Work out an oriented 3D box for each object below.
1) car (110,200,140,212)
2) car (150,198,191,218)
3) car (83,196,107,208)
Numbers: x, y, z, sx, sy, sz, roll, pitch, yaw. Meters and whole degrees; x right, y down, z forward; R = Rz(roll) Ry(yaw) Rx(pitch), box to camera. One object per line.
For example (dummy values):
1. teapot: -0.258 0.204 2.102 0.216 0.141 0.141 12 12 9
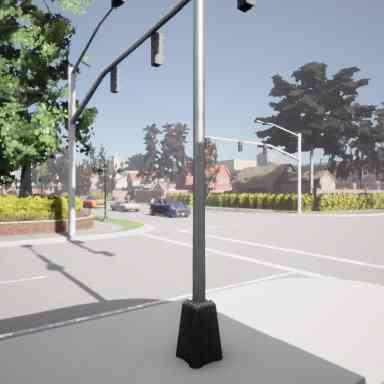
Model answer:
1. car: -7.822 1.601 38.726 1.895 1.301 4.718 0 0 -36
2. car: -2.078 1.352 30.790 2.097 1.767 4.553 0 0 -36
3. car: -13.712 1.352 46.866 2.097 1.767 4.553 0 0 -36
